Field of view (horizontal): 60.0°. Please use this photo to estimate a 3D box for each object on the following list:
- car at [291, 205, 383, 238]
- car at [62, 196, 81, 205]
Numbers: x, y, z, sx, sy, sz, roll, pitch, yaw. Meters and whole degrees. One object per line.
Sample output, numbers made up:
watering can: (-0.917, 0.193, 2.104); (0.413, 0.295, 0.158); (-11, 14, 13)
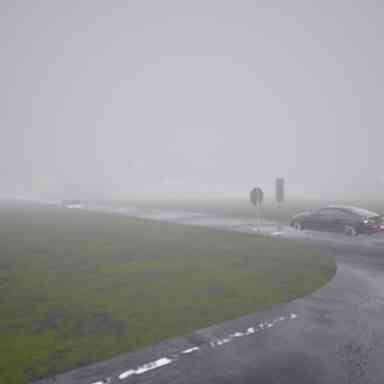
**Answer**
car: (7.190, 1.395, 16.745); (1.812, 1.442, 4.674); (-4, 2, -34)
car: (-18.259, 1.278, 50.317); (1.994, 1.385, 4.181); (-1, 1, -35)
